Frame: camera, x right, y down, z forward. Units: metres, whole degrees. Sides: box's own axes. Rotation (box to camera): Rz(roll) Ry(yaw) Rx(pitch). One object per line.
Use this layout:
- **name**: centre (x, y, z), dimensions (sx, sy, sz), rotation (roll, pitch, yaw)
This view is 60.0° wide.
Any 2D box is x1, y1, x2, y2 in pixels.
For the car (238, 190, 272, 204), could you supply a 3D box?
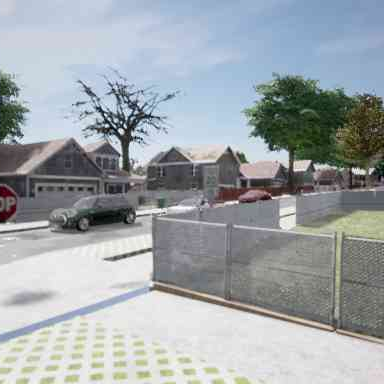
- **car**: centre (6.460, 0.542, 33.937), dimensions (1.882, 1.535, 5.008), rotation (0, 2, 35)

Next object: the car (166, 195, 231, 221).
- **car**: centre (0.592, 1.064, 20.584), dimensions (1.895, 1.301, 4.718), rotation (0, 2, 36)

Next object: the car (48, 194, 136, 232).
- **car**: centre (-5.147, 0.967, 17.503), dimensions (2.097, 1.767, 4.553), rotation (0, 2, 35)

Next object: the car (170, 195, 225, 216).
- **car**: centre (0.548, 0.944, 25.581), dimensions (1.895, 1.301, 4.718), rotation (0, 2, 35)
